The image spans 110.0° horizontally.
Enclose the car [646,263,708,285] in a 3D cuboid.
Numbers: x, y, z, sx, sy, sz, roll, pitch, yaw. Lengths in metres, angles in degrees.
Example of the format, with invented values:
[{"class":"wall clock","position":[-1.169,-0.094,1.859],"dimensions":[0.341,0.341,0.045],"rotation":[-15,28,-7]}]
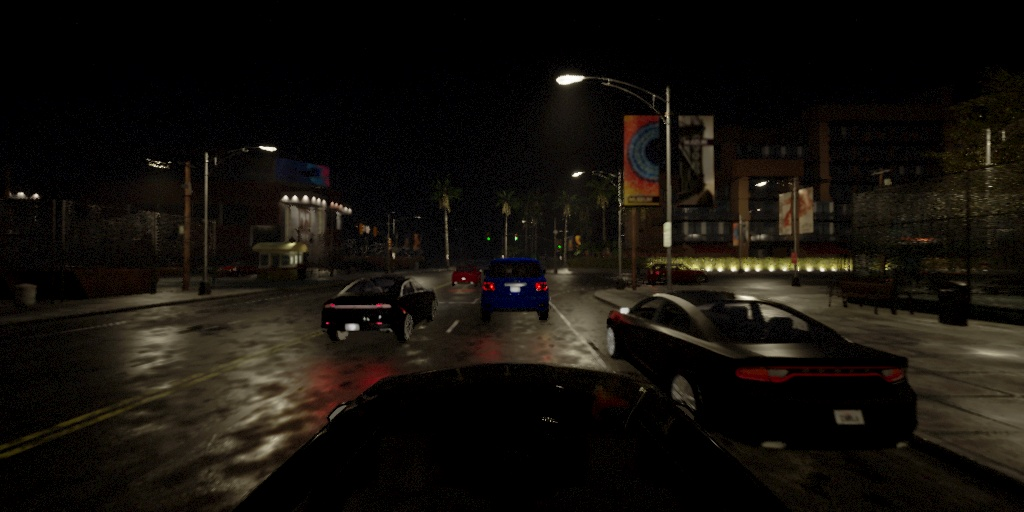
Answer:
[{"class":"car","position":[13.310,1.373,28.941],"dimensions":[4.553,1.767,2.097],"rotation":[0,0,-5]}]

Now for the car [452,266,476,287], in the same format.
[{"class":"car","position":[-3.403,1.486,27.717],"dimensions":[1.882,1.535,5.008],"rotation":[0,-1,0]}]

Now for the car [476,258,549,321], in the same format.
[{"class":"car","position":[0.100,1.087,13.185],"dimensions":[2.150,2.045,5.566],"rotation":[0,0,0]}]

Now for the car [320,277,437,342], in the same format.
[{"class":"car","position":[-3.401,1.325,10.056],"dimensions":[2.128,1.511,4.902],"rotation":[0,-1,0]}]
